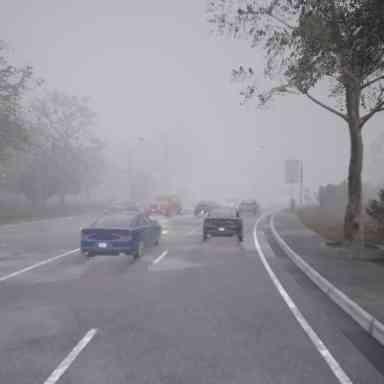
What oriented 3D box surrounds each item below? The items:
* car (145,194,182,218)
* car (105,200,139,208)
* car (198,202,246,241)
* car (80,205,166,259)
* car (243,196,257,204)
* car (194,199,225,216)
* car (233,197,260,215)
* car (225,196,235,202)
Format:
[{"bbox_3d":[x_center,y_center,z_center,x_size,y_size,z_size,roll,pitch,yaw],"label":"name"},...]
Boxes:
[{"bbox_3d":[-2.598,1.246,31.150,2.150,2.045,5.566,0,0,16],"label":"car"},{"bbox_3d":[-6.345,1.507,30.574,1.837,1.490,4.892,0,0,15],"label":"car"},{"bbox_3d":[1.693,1.508,17.182,1.882,1.535,5.008,0,0,9],"label":"car"},{"bbox_3d":[-2.486,1.483,12.689,1.882,1.535,5.008,0,0,6],"label":"car"},{"bbox_3d":[12.205,1.666,69.752,1.994,1.385,4.181,0,0,24],"label":"car"},{"bbox_3d":[1.577,1.551,32.218,1.837,1.490,4.892,0,0,16],"label":"car"},{"bbox_3d":[6.033,1.566,34.825,2.128,1.511,4.902,0,0,17],"label":"car"},{"bbox_3d":[8.103,1.533,69.096,1.882,1.535,5.008,0,0,24],"label":"car"}]
